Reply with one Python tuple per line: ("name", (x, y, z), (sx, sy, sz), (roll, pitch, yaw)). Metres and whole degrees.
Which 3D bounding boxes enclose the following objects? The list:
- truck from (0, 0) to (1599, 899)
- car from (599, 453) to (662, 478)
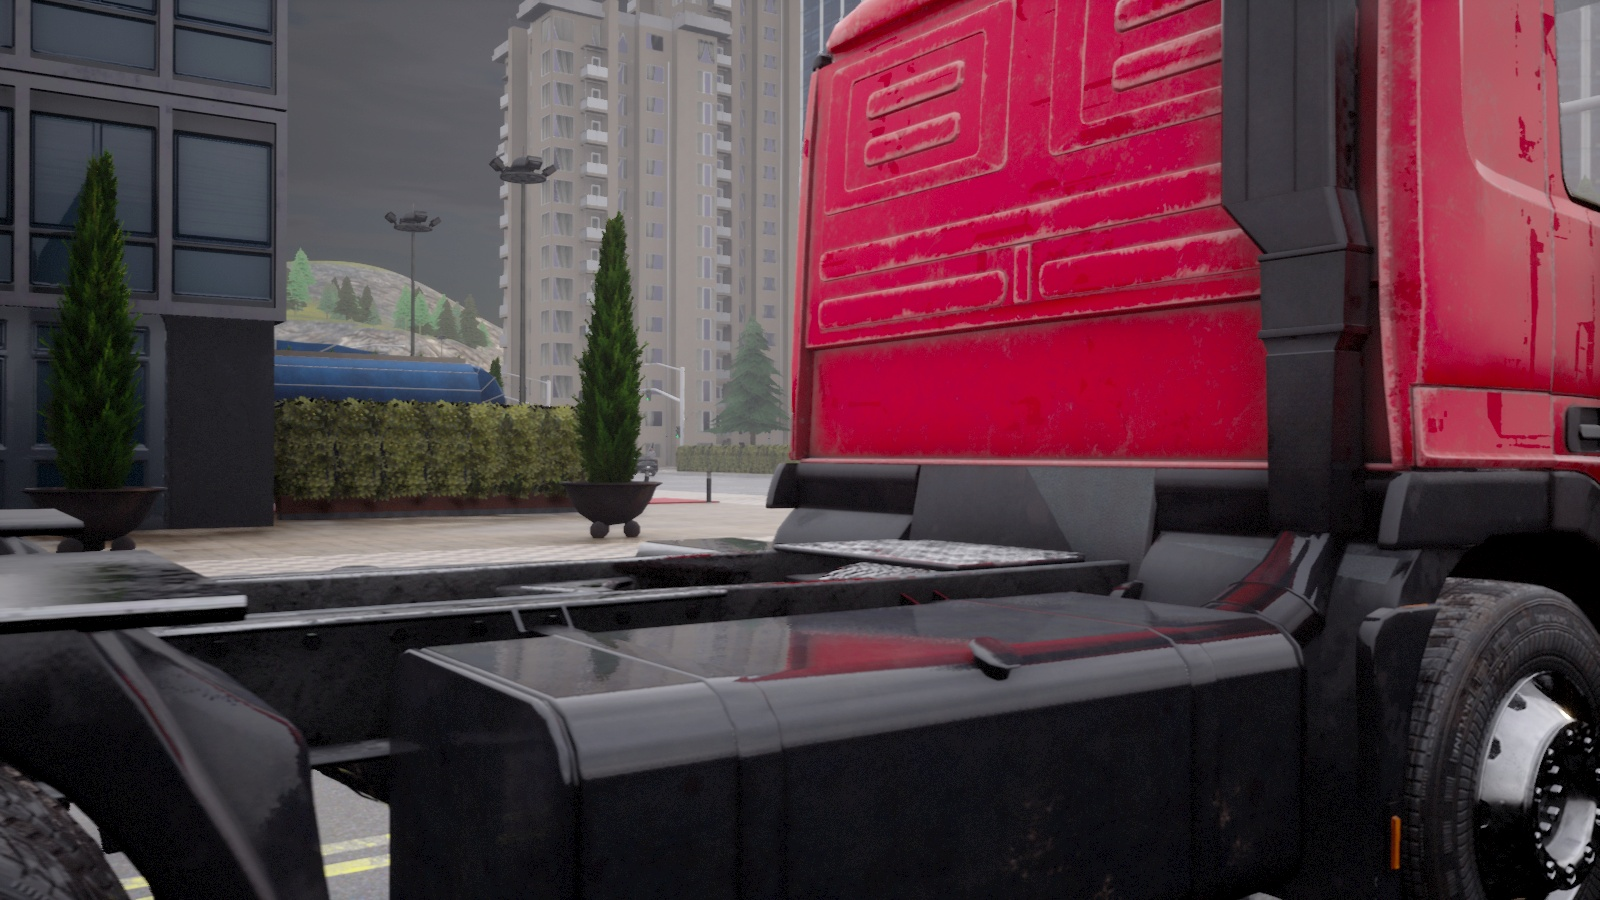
("truck", (-0.696, -0.227, 3.178), (7.936, 3.462, 2.891), (0, 0, -35))
("car", (-10.970, 0.984, 81.049), (1.882, 1.535, 5.008), (0, 0, -35))
